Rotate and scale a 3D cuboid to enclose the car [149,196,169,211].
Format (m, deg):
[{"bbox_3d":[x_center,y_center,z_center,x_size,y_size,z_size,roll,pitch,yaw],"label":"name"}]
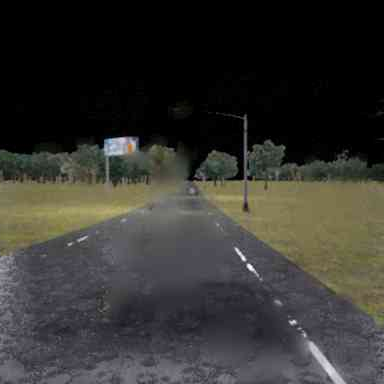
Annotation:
[{"bbox_3d":[-3.586,1.274,37.096,1.882,1.535,5.008,0,1,0],"label":"car"}]

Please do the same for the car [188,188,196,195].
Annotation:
[{"bbox_3d":[0.011,0.032,89.004,1.994,1.385,4.181,0,2,0],"label":"car"}]

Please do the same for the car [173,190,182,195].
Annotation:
[{"bbox_3d":[-3.491,0.166,78.212,1.882,1.535,5.008,0,1,0],"label":"car"}]

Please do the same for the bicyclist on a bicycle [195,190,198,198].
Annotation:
[{"bbox_3d":[0.968,0.365,76.975,0.659,1.776,1.843,0,2,0],"label":"bicyclist on a bicycle"}]

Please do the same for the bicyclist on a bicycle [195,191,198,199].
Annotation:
[{"bbox_3d":[0.967,0.577,67.989,0.659,1.776,1.843,0,1,0],"label":"bicyclist on a bicycle"}]
